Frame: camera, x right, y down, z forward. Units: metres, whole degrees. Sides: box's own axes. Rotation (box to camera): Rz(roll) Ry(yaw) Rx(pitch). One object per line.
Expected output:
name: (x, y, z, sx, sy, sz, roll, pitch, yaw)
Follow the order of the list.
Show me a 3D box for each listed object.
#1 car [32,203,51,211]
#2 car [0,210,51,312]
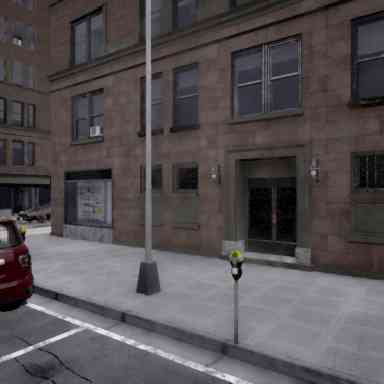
car: (-10.244, 1.502, 25.168, 2.033, 1.411, 5.357, 0, 0, 36)
car: (-5.066, 1.315, 6.408, 5.009, 1.841, 2.192, 0, 0, 35)
